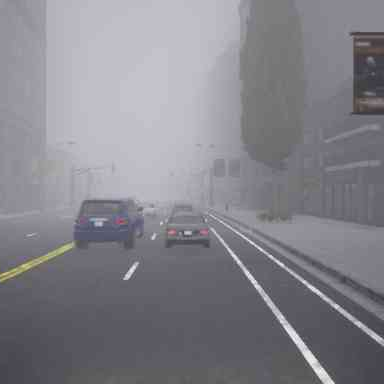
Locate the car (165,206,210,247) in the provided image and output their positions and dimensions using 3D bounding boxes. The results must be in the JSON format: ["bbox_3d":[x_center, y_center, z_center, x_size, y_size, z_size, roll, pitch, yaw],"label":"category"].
[{"bbox_3d":[-0.230,1.569,14.884,2.033,1.411,5.357,0,0,-2],"label":"car"}]

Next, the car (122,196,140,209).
[{"bbox_3d":[-8.700,1.455,47.487,2.097,1.767,4.553,0,0,-5],"label":"car"}]

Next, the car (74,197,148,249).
[{"bbox_3d":[-3.479,1.262,14.817,2.150,2.045,5.566,0,0,-2],"label":"car"}]

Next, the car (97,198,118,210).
[{"bbox_3d":[-11.935,1.651,47.167,2.033,1.411,5.357,0,0,-5],"label":"car"}]

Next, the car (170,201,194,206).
[{"bbox_3d":[-0.914,1.540,30.015,1.837,1.490,4.892,0,0,-3],"label":"car"}]

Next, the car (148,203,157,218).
[{"bbox_3d":[-4.159,1.639,29.850,1.895,1.301,4.718,0,0,-3],"label":"car"}]
